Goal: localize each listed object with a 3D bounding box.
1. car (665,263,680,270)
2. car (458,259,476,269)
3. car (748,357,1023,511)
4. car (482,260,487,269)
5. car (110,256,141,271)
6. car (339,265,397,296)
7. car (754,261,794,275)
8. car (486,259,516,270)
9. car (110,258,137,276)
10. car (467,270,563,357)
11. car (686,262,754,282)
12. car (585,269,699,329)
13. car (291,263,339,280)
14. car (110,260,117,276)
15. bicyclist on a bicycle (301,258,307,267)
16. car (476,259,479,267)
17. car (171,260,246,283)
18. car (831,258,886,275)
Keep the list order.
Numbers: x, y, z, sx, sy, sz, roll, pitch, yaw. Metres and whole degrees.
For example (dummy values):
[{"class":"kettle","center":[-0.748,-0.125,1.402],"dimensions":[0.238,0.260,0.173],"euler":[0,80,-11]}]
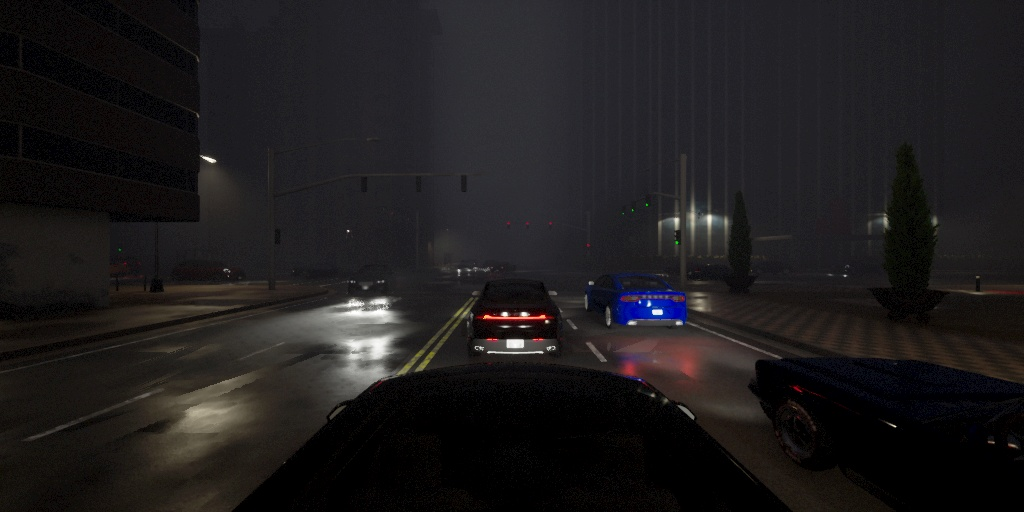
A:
[{"class":"car","center":[18.700,1.314,38.606],"dimensions":[4.181,1.385,1.994],"euler":[0,0,-1]},{"class":"car","center":[-7.100,1.275,55.289],"dimensions":[1.812,1.442,4.674],"euler":[0,0,0]},{"class":"car","center":[3.601,1.351,1.899],"dimensions":[1.895,1.301,4.718],"euler":[0,0,0]},{"class":"car","center":[-3.600,1.314,57.160],"dimensions":[1.994,1.385,4.181],"euler":[0,0,0]},{"class":"car","center":[-42.686,0.971,37.951],"dimensions":[5.566,2.045,2.150],"euler":[0,0,1]},{"class":"car","center":[-7.437,1.241,19.497],"dimensions":[2.128,1.511,4.902],"euler":[0,0,-11]},{"class":"car","center":[27.552,1.255,38.697],"dimensions":[4.892,1.490,1.837],"euler":[0,0,-1]},{"class":"car","center":[-0.982,1.351,42.492],"dimensions":[1.895,1.301,4.718],"euler":[0,0,18]},{"class":"car","center":[-39.829,1.228,34.504],"dimensions":[5.008,1.535,1.882],"euler":[0,0,-1]},{"class":"car","center":[0.060,1.255,8.555],"dimensions":[1.837,1.490,4.892],"euler":[0,0,0]},{"class":"car","center":[15.870,1.314,27.877],"dimensions":[4.181,1.385,1.994],"euler":[0,0,-1]},{"class":"car","center":[3.573,1.228,11.244],"dimensions":[1.882,1.535,5.008],"euler":[0,0,0]},{"class":"car","center":[-16.066,1.297,31.049],"dimensions":[5.357,1.411,2.033],"euler":[0,0,-1]},{"class":"car","center":[-38.057,1.297,30.857],"dimensions":[5.357,1.411,2.033],"euler":[0,0,0]},{"class":"bicyclist on a bicycle","center":[-26.427,1.051,45.427],"dimensions":[0.582,1.620,1.656],"euler":[0,0,-1]},{"class":"car","center":[-7.072,1.255,64.546],"dimensions":[1.837,1.490,4.892],"euler":[0,0,0]},{"class":"car","center":[-23.122,1.102,27.480],"dimensions":[4.553,1.767,2.097],"euler":[0,0,-1]},{"class":"car","center":[37.385,1.102,38.787],"dimensions":[4.553,1.767,2.097],"euler":[0,0,0]}]
